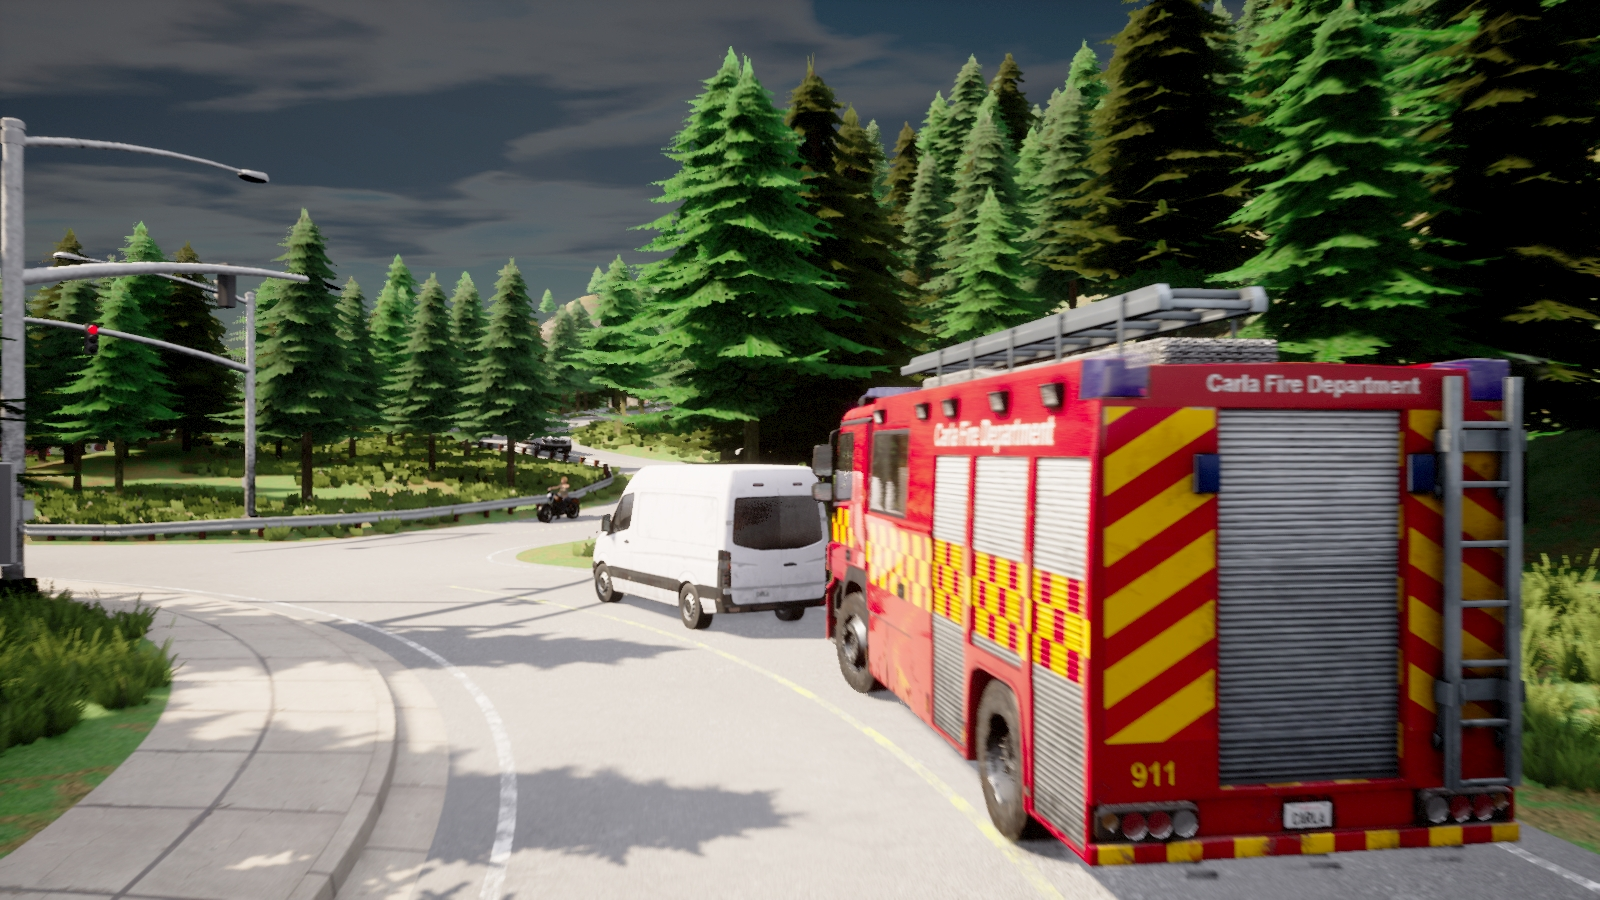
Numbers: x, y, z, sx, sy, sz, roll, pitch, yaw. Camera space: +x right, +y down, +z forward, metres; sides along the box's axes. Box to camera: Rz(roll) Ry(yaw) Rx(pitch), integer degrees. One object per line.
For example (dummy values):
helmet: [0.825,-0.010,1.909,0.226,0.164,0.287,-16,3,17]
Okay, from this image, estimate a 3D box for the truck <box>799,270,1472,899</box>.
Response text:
truck: [2.092,0.863,11.093,2.891,3.827,8.468,0,0,-9]

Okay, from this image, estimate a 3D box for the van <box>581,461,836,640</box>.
van: [-1.810,1.508,19.843,1.988,2.561,5.915,0,0,-31]

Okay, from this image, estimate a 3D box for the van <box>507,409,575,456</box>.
van: [-16.310,-1.146,71.696,1.988,2.561,5.915,-1,5,-36]
